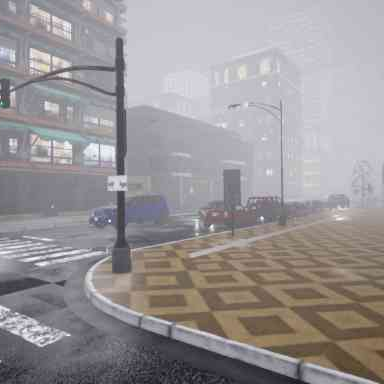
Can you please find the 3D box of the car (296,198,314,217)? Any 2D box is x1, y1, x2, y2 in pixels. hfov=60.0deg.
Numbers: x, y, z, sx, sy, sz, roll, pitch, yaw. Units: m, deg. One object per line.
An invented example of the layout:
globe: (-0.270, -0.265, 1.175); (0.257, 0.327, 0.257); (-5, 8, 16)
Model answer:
car: (9.109, 1.471, 29.768); (1.802, 1.307, 4.206); (-1, 0, 36)

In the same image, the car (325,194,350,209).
car: (19.064, 1.167, 43.274); (2.192, 1.841, 5.009); (-1, 0, 36)

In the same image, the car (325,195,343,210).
car: (15.747, 1.415, 38.772); (2.008, 1.369, 4.403); (-1, 0, 36)

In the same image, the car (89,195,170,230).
car: (-3.823, 1.209, 21.321); (2.150, 2.045, 5.566); (-1, 0, 38)

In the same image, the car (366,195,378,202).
car: (35.662, 1.334, 65.782); (1.887, 1.381, 4.507); (-1, 0, 36)

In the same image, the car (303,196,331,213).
car: (12.428, 1.421, 34.270); (1.887, 1.381, 4.507); (-1, 0, 36)

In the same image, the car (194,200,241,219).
car: (2.356, 1.470, 29.731); (1.837, 1.490, 4.892); (-1, 0, 37)

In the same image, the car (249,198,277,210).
car: (9.304, 1.489, 43.311); (1.752, 1.417, 4.829); (-1, 0, 36)

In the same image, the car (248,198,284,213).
car: (8.583, 1.490, 38.164); (2.033, 1.411, 5.357); (-1, 0, 37)

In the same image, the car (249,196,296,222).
car: (5.787, 1.216, 25.268); (2.192, 1.841, 5.009); (-1, 0, 36)

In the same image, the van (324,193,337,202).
van: (29.318, 1.229, 70.459); (1.690, 1.788, 3.998); (-1, 0, 36)

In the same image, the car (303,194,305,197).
car: (22.581, 1.440, 61.318); (1.752, 1.417, 4.829); (-1, 0, 36)

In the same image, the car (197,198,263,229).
car: (2.470, 1.353, 20.765); (1.967, 1.590, 4.097); (-1, 0, 36)
